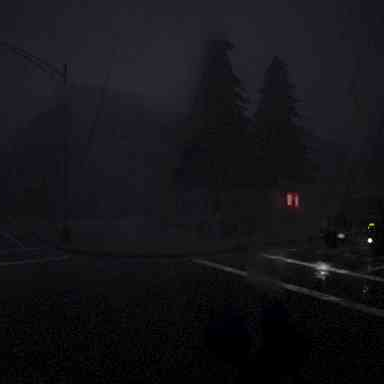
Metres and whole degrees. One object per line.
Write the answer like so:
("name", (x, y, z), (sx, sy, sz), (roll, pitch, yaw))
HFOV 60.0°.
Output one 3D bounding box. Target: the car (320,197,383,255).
("car", (7.650, 1.248, 13.771), (5.566, 2.045, 2.150), (0, 0, -37))
